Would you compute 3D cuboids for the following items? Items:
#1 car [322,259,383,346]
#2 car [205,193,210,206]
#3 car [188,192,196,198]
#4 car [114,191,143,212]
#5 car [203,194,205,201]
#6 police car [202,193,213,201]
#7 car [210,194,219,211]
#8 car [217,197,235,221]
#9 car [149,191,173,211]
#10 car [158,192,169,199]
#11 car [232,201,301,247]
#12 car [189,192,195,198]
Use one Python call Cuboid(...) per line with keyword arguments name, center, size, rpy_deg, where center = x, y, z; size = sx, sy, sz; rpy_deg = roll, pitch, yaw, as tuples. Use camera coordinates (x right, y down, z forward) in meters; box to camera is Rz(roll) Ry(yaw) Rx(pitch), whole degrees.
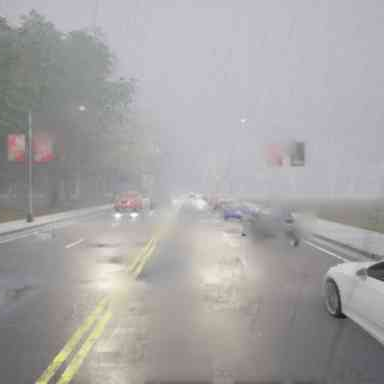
Cuboid(name="car", center=(3.345, 1.492, 4.296), size=(1.812, 1.442, 4.674), rpy_deg=(0, 0, 0))
Cuboid(name="car", center=(3.256, 1.204, 47.501), size=(1.994, 1.385, 4.181), rpy_deg=(0, 0, 0))
Cuboid(name="car", center=(0.009, 0.823, 79.455), size=(1.895, 1.301, 4.718), rpy_deg=(0, 0, 0))
Cuboid(name="car", center=(-6.587, 0.954, 35.061), size=(2.150, 2.045, 5.566), rpy_deg=(0, 1, 0))
Cuboid(name="car", center=(3.257, 1.086, 58.501), size=(1.812, 1.442, 4.674), rpy_deg=(0, 0, 0))
Cuboid(name="police car", center=(3.258, 0.987, 69.501), size=(2.038, 1.542, 4.974), rpy_deg=(0, 0, 0))
Cuboid(name="car", center=(3.254, 1.249, 36.501), size=(1.812, 1.442, 4.674), rpy_deg=(0, 0, 0))
Cuboid(name="car", center=(3.253, 1.370, 25.502), size=(1.994, 1.385, 4.181), rpy_deg=(0, 0, 0))
Cuboid(name="car", center=(-3.336, 0.943, 36.711), size=(2.150, 2.045, 5.566), rpy_deg=(0, 0, 0))
Cuboid(name="car", center=(-6.492, 0.789, 76.778), size=(2.128, 1.511, 4.902), rpy_deg=(0, 0, 0))
Cuboid(name="car", center=(3.252, 1.381, 14.502), size=(2.128, 1.511, 4.902), rpy_deg=(0, 0, 0))
Cuboid(name="car", center=(0.010, 0.757, 89.707), size=(1.812, 1.442, 4.674), rpy_deg=(0, 0, 0))
